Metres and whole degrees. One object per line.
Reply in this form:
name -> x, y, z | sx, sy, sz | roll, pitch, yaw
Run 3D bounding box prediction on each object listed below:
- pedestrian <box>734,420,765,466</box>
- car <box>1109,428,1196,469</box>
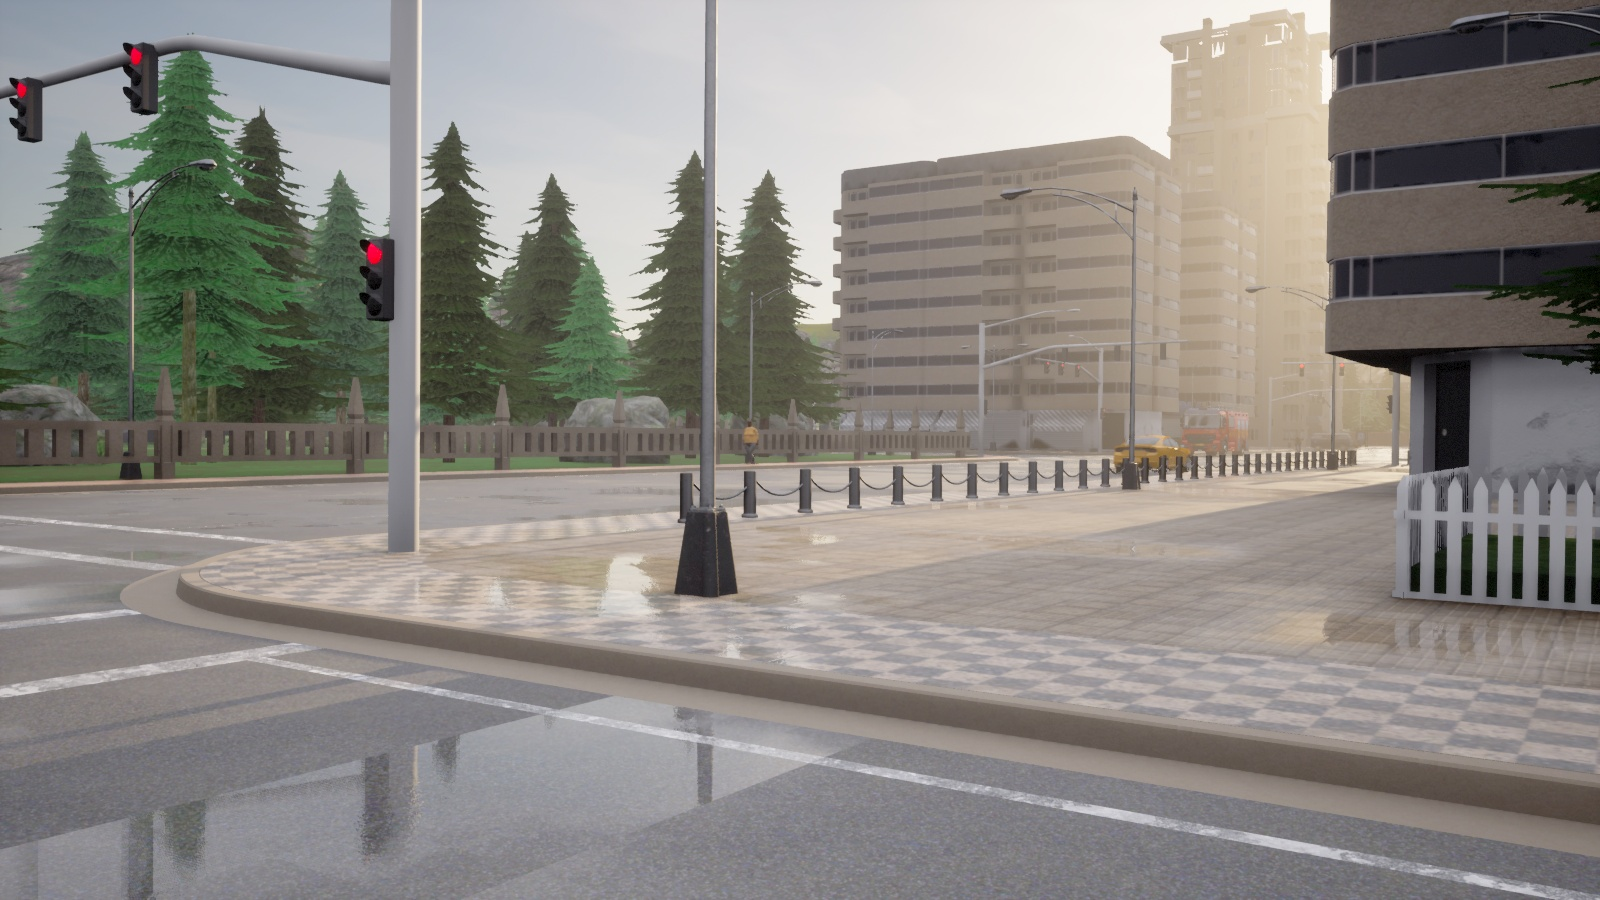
pedestrian -> -2.029, -0.286, 50.823 | 0.874, 1.855, 0.900 | 0, 1, 33
car -> 14.133, -0.103, 50.087 | 1.882, 1.535, 5.008 | 0, 1, 34
